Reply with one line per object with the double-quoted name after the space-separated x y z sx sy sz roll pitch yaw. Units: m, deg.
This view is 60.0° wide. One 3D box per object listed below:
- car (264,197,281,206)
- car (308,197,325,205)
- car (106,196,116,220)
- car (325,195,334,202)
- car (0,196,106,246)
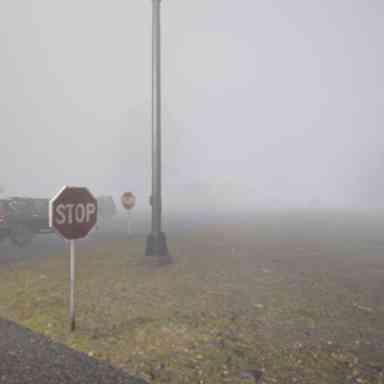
14.879 1.729 61.447 1.837 1.490 4.892 0 0 34 "car"
23.282 1.711 62.957 2.128 1.511 4.902 0 0 28 "car"
-8.594 1.338 26.496 2.150 2.045 5.566 0 0 34 "car"
34.061 1.778 83.494 1.812 1.442 4.674 0 0 34 "car"
-7.185 1.280 16.013 2.150 2.045 5.566 0 0 34 "car"
